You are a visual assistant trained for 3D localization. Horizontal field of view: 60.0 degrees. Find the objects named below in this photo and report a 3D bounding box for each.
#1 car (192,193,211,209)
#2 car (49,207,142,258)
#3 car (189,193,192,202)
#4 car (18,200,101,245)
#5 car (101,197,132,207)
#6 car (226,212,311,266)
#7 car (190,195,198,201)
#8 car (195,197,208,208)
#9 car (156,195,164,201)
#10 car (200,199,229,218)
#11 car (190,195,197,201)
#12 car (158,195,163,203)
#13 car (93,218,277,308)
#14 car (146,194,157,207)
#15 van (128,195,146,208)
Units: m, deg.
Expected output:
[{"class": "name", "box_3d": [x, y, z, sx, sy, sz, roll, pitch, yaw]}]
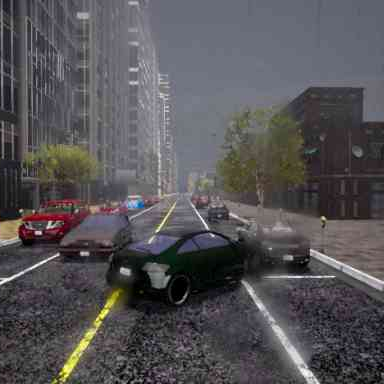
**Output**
[{"class": "car", "box_3d": [1.522, 1.301, 44.383, 2.192, 1.841, 5.009, -1, 0, -2]}, {"class": "car", "box_3d": [-3.418, 1.544, 13.062, 2.033, 1.411, 5.357, 0, 0, -1]}, {"class": "car", "box_3d": [0.782, 1.290, 72.046, 2.192, 1.841, 5.009, -1, 0, -2]}, {"class": "car", "box_3d": [-6.197, 1.310, 15.775, 2.192, 1.841, 5.009, -1, 0, -2]}, {"class": "car", "box_3d": [-6.401, 1.432, 26.843, 1.967, 1.590, 4.097, -1, 0, -2]}, {"class": "car", "box_3d": [2.543, 1.548, 11.192, 2.008, 1.369, 4.403, -1, 0, -2]}, {"class": "car", "box_3d": [0.490, 1.537, 83.111, 1.947, 1.339, 4.313, -1, 0, -2]}, {"class": "car", "box_3d": [1.373, 1.509, 50.086, 1.752, 1.417, 4.829, -1, 0, -2]}, {"class": "car", "box_3d": [-7.884, 1.496, 82.729, 1.752, 1.417, 4.829, -1, 0, -2]}, {"class": "car", "box_3d": [2.001, 1.543, 27.051, 2.008, 1.369, 4.403, -1, 0, -2]}, {"class": "car", "box_3d": [0.342, 1.551, 88.643, 1.802, 1.307, 4.206, -1, 0, -2]}, {"class": "car", "box_3d": [-7.444, 1.522, 66.300, 1.887, 1.381, 4.507, -1, 0, -2]}, {"class": "car", "box_3d": [0.053, 1.558, 8.086, 1.994, 1.385, 4.181, 0, -1, 44]}, {"class": "car", "box_3d": [-7.003, 1.298, 49.701, 2.192, 1.841, 5.009, -1, 0, -2]}, {"class": "van", "box_3d": [-6.707, 1.329, 38.636, 1.690, 1.788, 3.998, -1, 0, -2]}]
